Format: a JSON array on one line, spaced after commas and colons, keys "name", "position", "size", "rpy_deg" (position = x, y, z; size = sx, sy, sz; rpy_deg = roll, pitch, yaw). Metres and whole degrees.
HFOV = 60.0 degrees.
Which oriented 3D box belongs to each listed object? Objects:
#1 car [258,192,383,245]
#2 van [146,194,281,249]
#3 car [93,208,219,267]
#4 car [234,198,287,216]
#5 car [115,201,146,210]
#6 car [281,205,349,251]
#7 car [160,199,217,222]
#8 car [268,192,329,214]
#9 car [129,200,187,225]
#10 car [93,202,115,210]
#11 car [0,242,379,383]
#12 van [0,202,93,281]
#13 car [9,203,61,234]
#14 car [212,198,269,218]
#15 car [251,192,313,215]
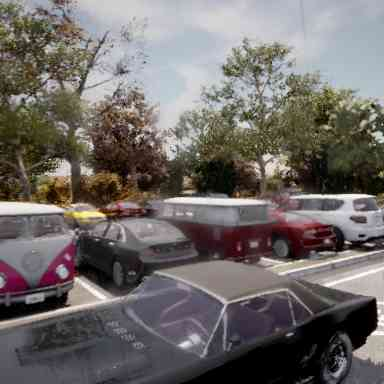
[{"name": "car", "position": [5.067, 1.121, 14.114], "size": [2.435, 2.045, 5.566], "rpy_deg": [-1, 0, -36]}, {"name": "van", "position": [0.458, 1.189, 10.920], "size": [1.878, 1.987, 4.442], "rpy_deg": [-1, 0, -36]}, {"name": "car", "position": [-1.748, 1.437, 9.190], "size": [2.231, 1.521, 4.892], "rpy_deg": [-1, 0, -36]}, {"name": "car", "position": [6.312, 1.340, 31.060], "size": [2.002, 1.452, 4.674], "rpy_deg": [0, 0, -36]}, {"name": "car", "position": [-4.904, 1.394, 23.019], "size": [2.097, 1.535, 5.008], "rpy_deg": [-1, 0, -36]}, {"name": "car", "position": [2.809, 1.393, 12.454], "size": [2.097, 1.535, 5.008], "rpy_deg": [-1, 0, -36]}, {"name": "car", "position": [-0.396, 1.382, 26.291], "size": [2.163, 1.488, 4.792], "rpy_deg": [-1, 0, -36]}, {"name": "car", "position": [10.853, 1.023, 34.282], "size": [2.435, 2.045, 5.566], "rpy_deg": [0, 0, -36]}, {"name": "car", "position": [-2.626, 1.403, 24.621], "size": [2.163, 1.488, 4.792], "rpy_deg": [-1, 0, -36]}, {"name": "car", "position": [-7.064, 1.413, 21.250], "size": [1.946, 1.575, 5.366], "rpy_deg": [-1, 0, -36]}, {"name": "car", "position": [0.029, 1.585, 3.708], "size": [4.718, 1.301, 1.895], "rpy_deg": [-1, 0, -36]}, {"name": "van", "position": [-3.966, 1.231, 7.467], "size": [1.878, 1.987, 4.442], "rpy_deg": [-1, 0, -36]}, {"name": "car", "position": [-9.435, 1.477, 19.777], "size": [2.002, 1.452, 4.674], "rpy_deg": [-1, 0, -36]}, {"name": "car", "position": [4.151, 1.316, 29.508], "size": [2.097, 1.535, 5.008], "rpy_deg": [0, 0, -36]}, {"name": "car", "position": [8.689, 1.035, 32.731], "size": [2.435, 2.045, 5.566], "rpy_deg": [0, 0, -36]}]
